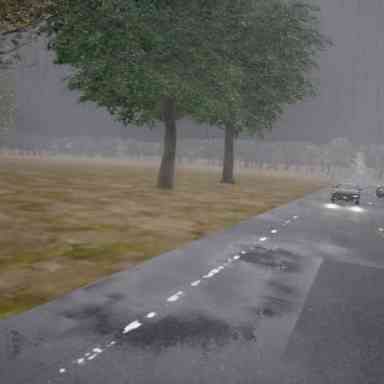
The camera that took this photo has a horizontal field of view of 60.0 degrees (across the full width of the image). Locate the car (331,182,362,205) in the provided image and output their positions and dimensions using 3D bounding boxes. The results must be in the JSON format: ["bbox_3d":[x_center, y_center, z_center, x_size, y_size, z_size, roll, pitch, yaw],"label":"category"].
[{"bbox_3d":[12.072,0.006,25.952,1.882,1.535,5.008,6,6,26],"label":"car"}]

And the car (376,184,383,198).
[{"bbox_3d":[20.153,-0.082,34.143,1.994,1.385,4.181,6,6,27],"label":"car"}]
